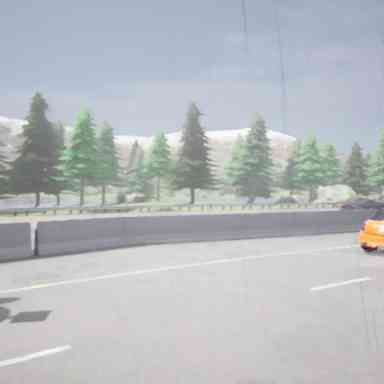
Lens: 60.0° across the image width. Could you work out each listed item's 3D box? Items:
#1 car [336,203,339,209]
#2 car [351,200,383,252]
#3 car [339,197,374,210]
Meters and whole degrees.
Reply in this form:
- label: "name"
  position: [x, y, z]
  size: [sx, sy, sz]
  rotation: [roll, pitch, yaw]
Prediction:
- label: "car"
  position: [18.518, 1.333, 37.182]
  size: [4.674, 1.442, 1.812]
  rotation: [0, 0, -12]
- label: "car"
  position: [8.275, 1.290, 11.888]
  size: [4.553, 1.767, 2.097]
  rotation: [0, 0, -25]
- label: "car"
  position: [17.454, 1.391, 33.358]
  size: [4.181, 1.385, 1.994]
  rotation: [0, 0, -12]
